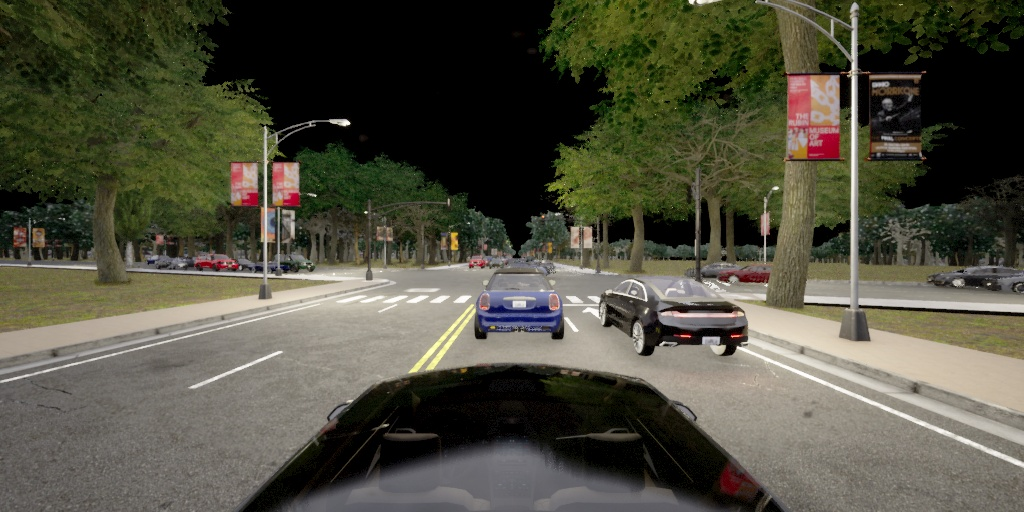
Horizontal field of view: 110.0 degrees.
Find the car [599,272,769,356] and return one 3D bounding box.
[{"bbox_3d":[3.430,1.241,8.582,2.128,1.511,4.902,0,0,0],"label":"car"}]

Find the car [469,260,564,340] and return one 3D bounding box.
[{"bbox_3d":[0.194,1.102,10.170,2.097,1.767,4.553,0,0,1],"label":"car"}]

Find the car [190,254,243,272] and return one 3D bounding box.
[{"bbox_3d":[-35.091,0.795,42.534,5.566,2.045,2.150,0,0,24],"label":"car"}]

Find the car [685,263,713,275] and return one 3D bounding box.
[{"bbox_3d":[17.197,1.338,30.078,4.902,1.511,2.128,0,0,24],"label":"car"}]

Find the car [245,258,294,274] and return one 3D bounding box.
[{"bbox_3d":[-26.025,1.224,38.478,4.718,1.301,1.895,0,0,27],"label":"car"}]

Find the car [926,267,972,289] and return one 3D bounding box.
[{"bbox_3d":[31.168,1.440,23.841,4.892,1.490,1.837,1,0,24],"label":"car"}]

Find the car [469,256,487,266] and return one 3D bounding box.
[{"bbox_3d":[-5.616,0.976,57.984,2.150,2.045,5.566,0,0,1],"label":"car"}]

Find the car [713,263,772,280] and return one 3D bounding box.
[{"bbox_3d":[17.798,1.338,26.080,5.008,1.535,1.882,0,0,21],"label":"car"}]

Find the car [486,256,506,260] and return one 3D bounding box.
[{"bbox_3d":[-2.387,1.106,55.916,2.097,1.767,4.553,0,0,1],"label":"car"}]

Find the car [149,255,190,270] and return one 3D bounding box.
[{"bbox_3d":[-44.284,1.019,46.655,4.902,1.511,2.128,0,0,24],"label":"car"}]

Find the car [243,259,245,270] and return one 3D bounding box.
[{"bbox_3d":[-34.693,1.073,45.925,4.892,1.490,1.837,0,0,24],"label":"car"}]

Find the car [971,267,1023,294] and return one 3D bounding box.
[{"bbox_3d":[30.368,1.499,20.638,4.181,1.385,1.994,0,0,24],"label":"car"}]

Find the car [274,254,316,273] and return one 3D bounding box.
[{"bbox_3d":[-25.532,0.839,41.835,5.566,2.045,2.150,0,0,24],"label":"car"}]
